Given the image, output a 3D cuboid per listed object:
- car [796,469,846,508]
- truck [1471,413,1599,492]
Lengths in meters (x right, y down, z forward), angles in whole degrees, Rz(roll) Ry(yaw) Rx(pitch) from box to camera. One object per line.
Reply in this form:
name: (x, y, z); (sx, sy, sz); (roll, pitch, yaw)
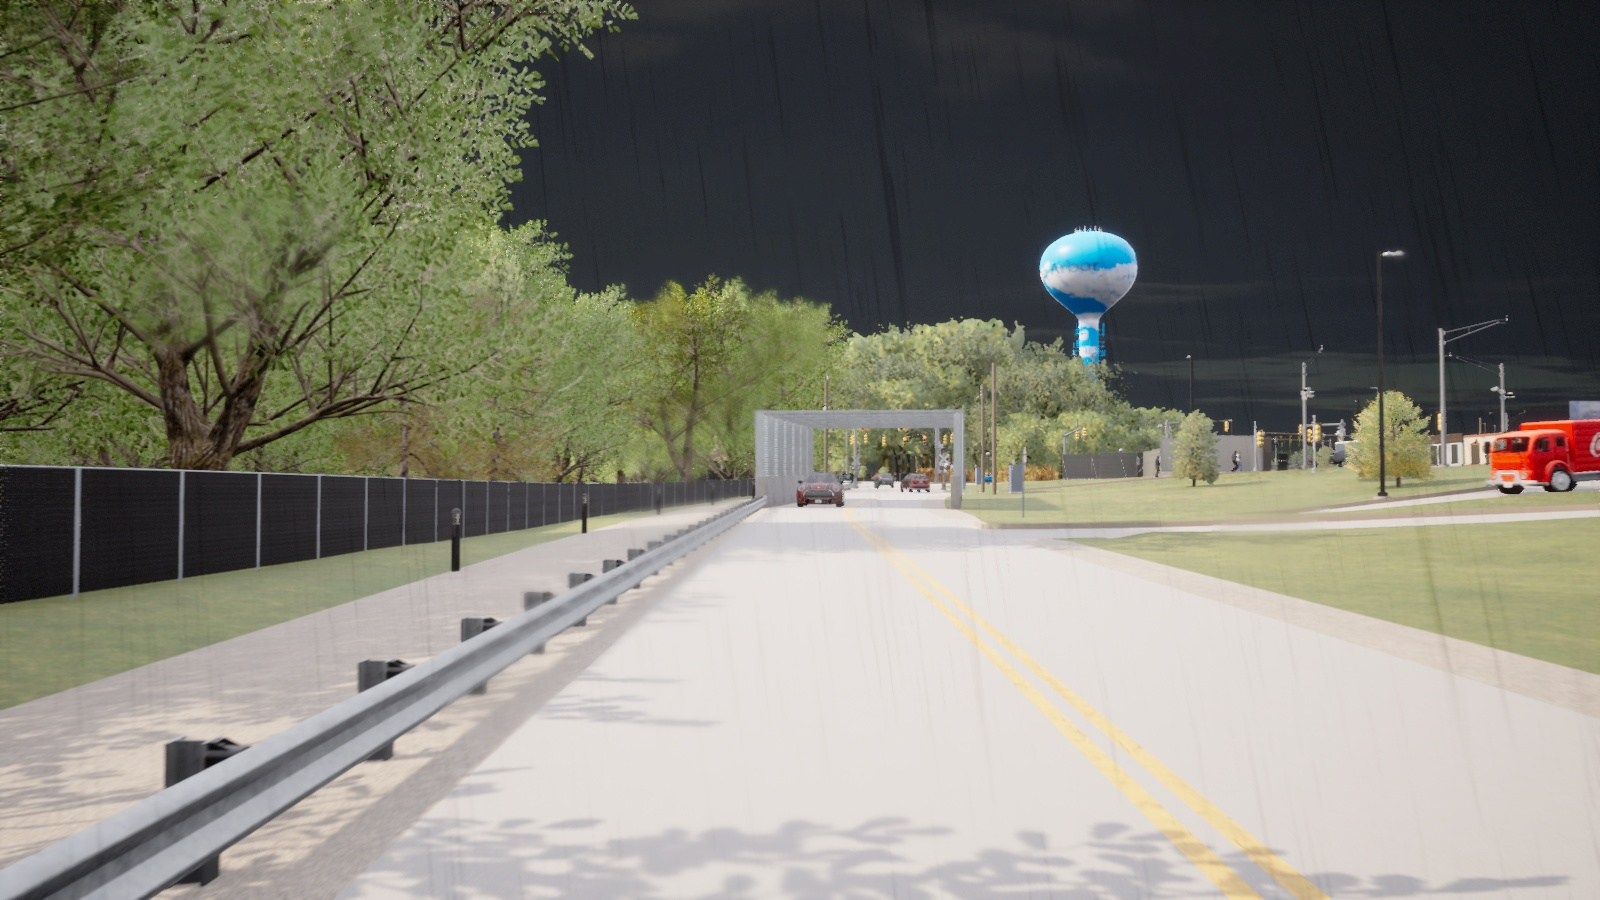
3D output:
car: (1.033, 1.806, 59.704); (2.097, 1.767, 4.553); (0, -1, 4)
truck: (26.275, 0.029, 43.233); (5.204, 2.467, 2.627); (-3, 0, -18)
